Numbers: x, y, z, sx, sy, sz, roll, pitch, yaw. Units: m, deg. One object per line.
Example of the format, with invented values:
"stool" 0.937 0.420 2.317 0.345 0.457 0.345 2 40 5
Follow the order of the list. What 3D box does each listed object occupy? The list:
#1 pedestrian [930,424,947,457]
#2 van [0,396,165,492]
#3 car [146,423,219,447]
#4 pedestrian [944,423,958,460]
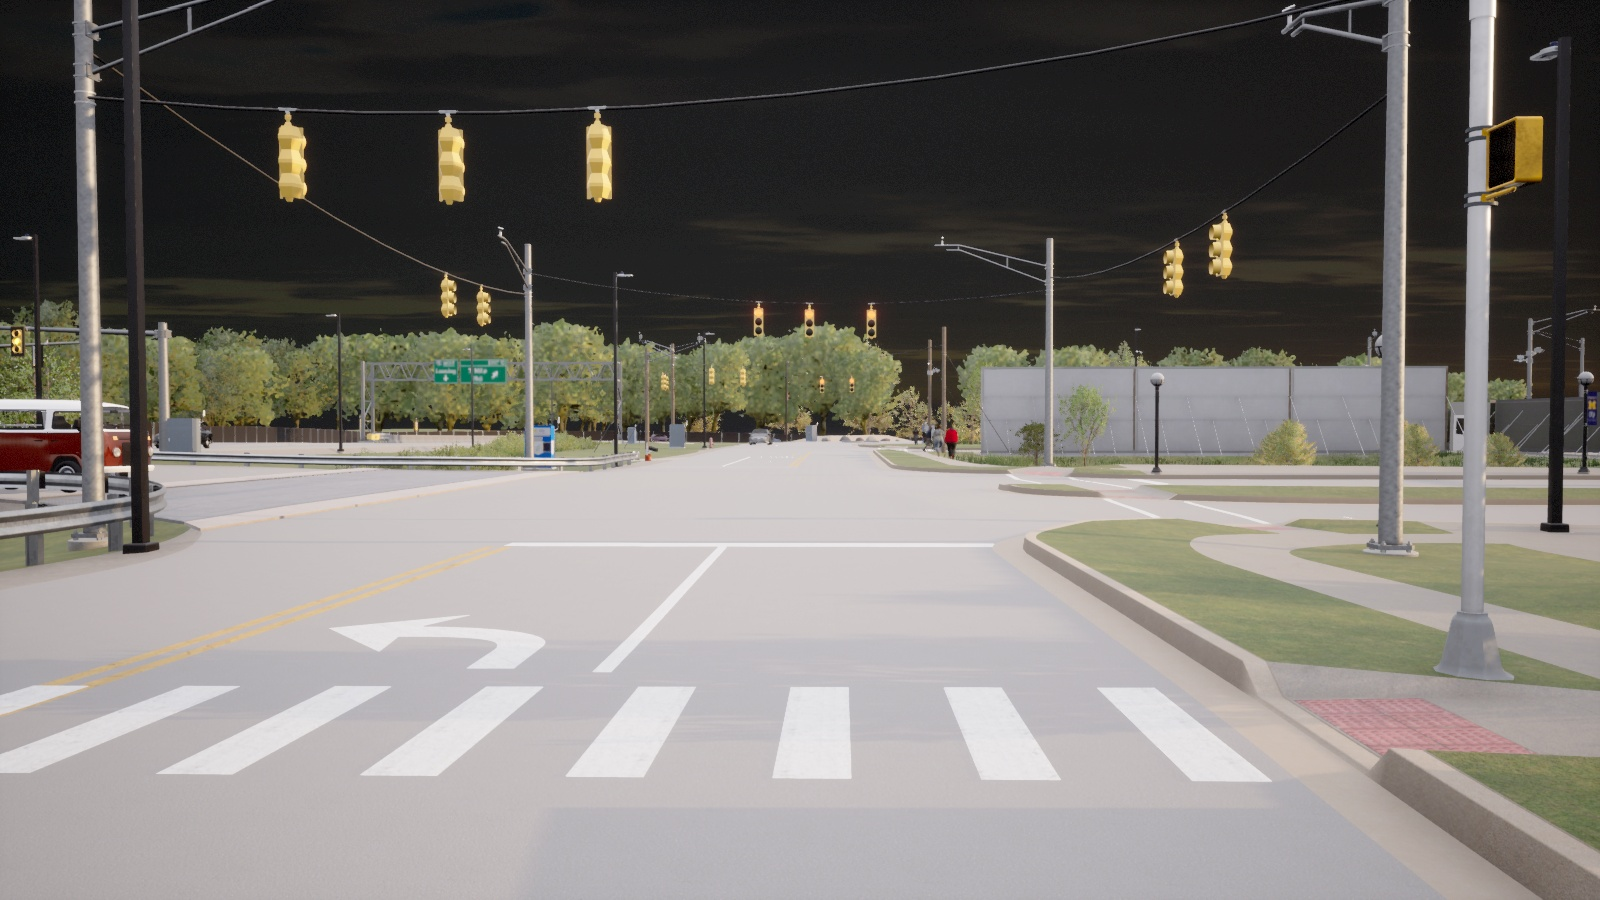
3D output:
"pedestrian" 7.767 -0.534 70.315 0.874 1.855 0.900 0 2 1
"van" -16.841 -0.137 27.853 4.480 2.038 2.069 0 1 5
"car" -39.441 -0.941 80.375 2.128 1.511 4.902 0 1 2
"pedestrian" 7.764 -0.447 64.541 0.634 1.844 0.899 0 2 2
